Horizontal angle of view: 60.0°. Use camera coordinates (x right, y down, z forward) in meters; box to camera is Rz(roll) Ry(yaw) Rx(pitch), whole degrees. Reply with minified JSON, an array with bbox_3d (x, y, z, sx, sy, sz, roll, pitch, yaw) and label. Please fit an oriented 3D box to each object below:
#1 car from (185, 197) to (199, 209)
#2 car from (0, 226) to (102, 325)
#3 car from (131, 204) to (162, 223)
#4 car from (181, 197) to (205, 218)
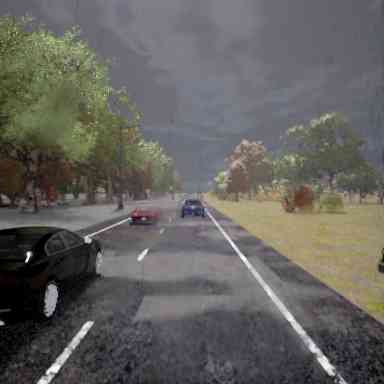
[{"bbox_3d":[0.052,1.510,45.509,1.837,1.490,4.892,0,0,0],"label":"car"},{"bbox_3d":[-3.404,1.478,7.234,1.882,1.535,5.008,0,0,0],"label":"car"},{"bbox_3d":[-3.390,1.603,25.724,1.895,1.301,4.718,0,0,0],"label":"car"},{"bbox_3d":[0.095,1.354,30.654,2.097,1.767,4.553,0,0,0],"label":"car"}]
